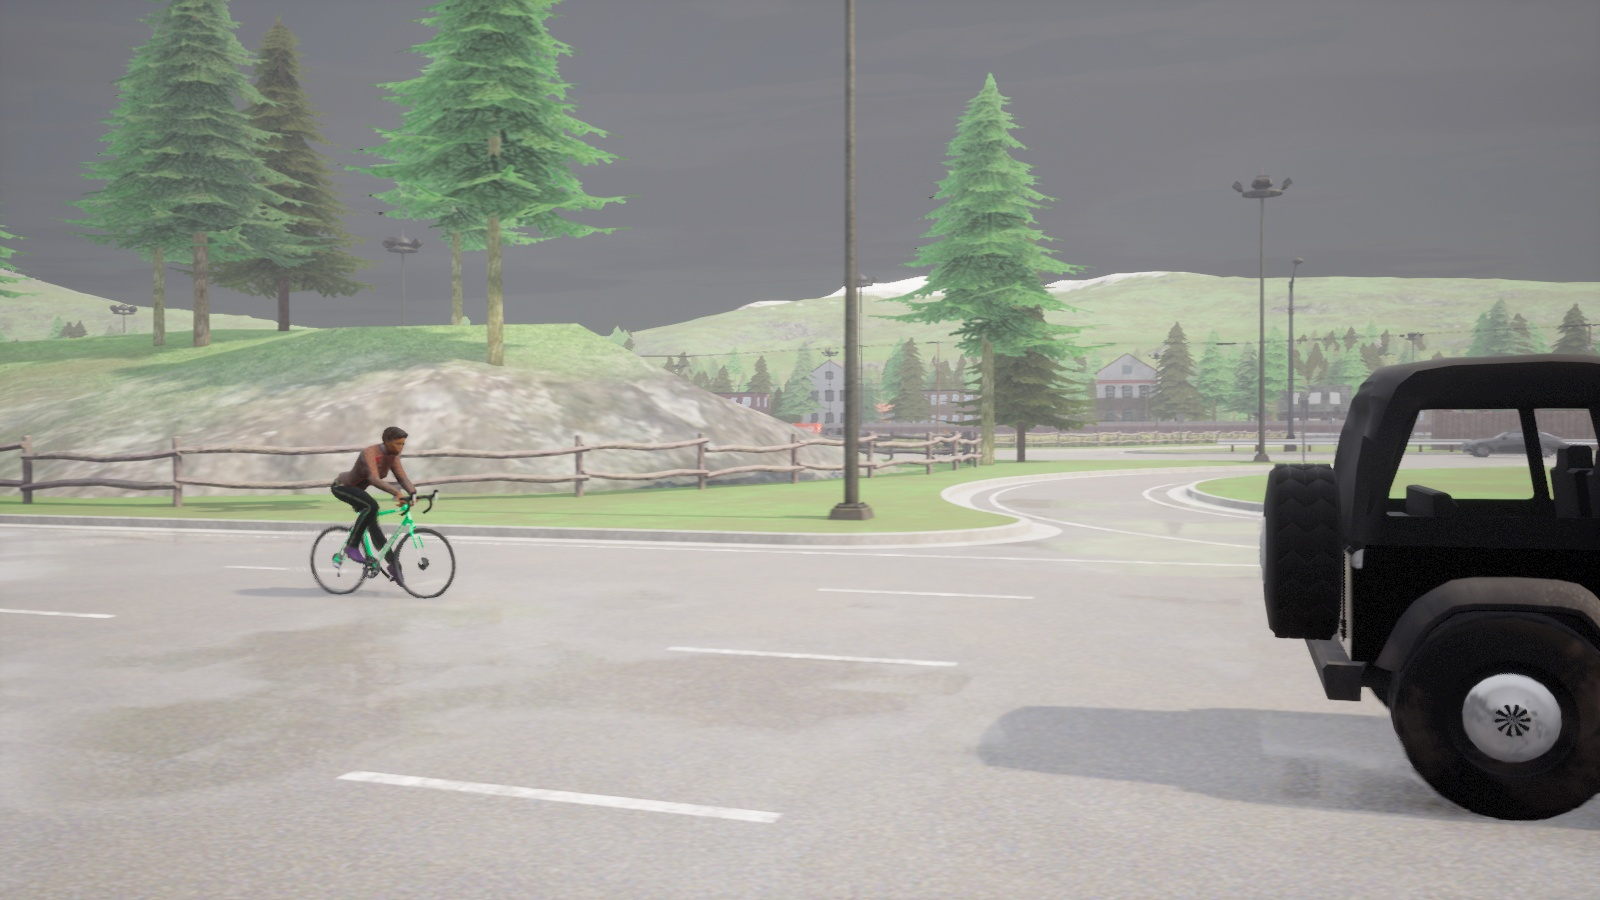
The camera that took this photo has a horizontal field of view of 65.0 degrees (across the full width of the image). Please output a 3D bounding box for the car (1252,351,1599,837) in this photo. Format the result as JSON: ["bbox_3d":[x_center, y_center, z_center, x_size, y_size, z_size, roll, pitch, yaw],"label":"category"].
[{"bbox_3d":[4.070,0.549,5.513,3.866,1.878,1.905,1,1,19],"label":"car"}]

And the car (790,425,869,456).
[{"bbox_3d":[1.883,-0.624,79.646,4.605,1.855,1.932,1,1,18],"label":"car"}]

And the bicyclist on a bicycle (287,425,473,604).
[{"bbox_3d":[-3.990,0.573,11.919,1.656,1.620,0.582,1,1,19],"label":"bicyclist on a bicycle"}]
